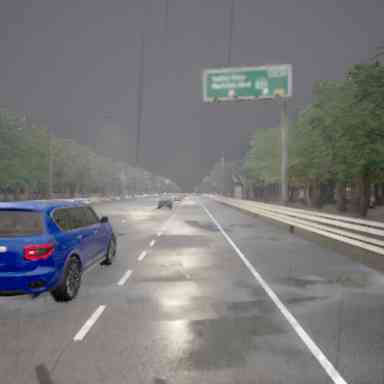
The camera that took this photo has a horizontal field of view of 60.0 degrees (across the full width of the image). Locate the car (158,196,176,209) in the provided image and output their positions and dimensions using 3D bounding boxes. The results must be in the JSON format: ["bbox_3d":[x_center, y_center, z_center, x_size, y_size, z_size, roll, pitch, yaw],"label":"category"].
[{"bbox_3d":[-3.467,1.502,44.293,1.837,1.490,4.892,0,0,0],"label":"car"}]

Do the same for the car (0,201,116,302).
[{"bbox_3d":[-3.500,1.221,8.369,2.150,2.045,5.566,0,0,0],"label":"car"}]

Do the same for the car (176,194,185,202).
[{"bbox_3d":[-3.425,1.558,79.508,1.994,1.385,4.181,0,0,0],"label":"car"}]
